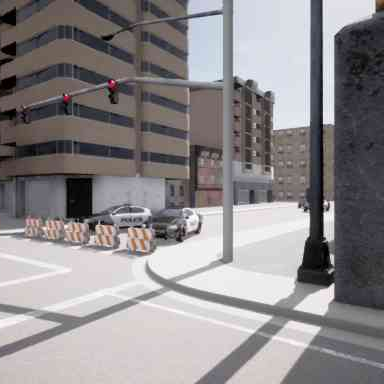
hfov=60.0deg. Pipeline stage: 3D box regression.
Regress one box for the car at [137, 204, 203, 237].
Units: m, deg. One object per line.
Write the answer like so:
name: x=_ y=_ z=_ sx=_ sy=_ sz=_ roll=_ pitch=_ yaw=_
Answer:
car: x=-0.900 y=1.295 z=16.580 sx=1.853 sy=1.218 sz=4.536 roll=0 pitch=0 yaw=16

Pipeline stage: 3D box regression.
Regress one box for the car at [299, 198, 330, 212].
car: x=14.365 y=1.453 z=38.303 sx=2.038 sy=1.542 sz=4.974 roll=0 pitch=0 yaw=36

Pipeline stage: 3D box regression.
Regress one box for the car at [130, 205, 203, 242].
car: x=-0.914 y=1.453 z=16.530 sx=2.038 sy=1.542 sz=4.974 roll=0 pitch=0 yaw=16

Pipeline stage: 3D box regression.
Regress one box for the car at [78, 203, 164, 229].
car: x=-4.060 y=1.295 z=19.242 sx=4.536 sy=1.218 sz=1.853 roll=0 pitch=0 yaw=-29

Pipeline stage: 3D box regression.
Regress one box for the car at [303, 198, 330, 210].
car: x=14.395 y=1.295 z=38.345 sx=1.853 sy=1.218 sz=4.536 roll=0 pitch=0 yaw=36

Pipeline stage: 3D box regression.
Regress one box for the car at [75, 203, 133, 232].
car: x=-4.106 y=1.453 z=19.216 sx=4.974 sy=1.542 sz=2.038 roll=0 pitch=0 yaw=-29

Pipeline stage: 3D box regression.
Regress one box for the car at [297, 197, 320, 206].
car: x=16.606 y=1.295 z=47.262 sx=1.853 sy=1.218 sz=4.536 roll=0 pitch=0 yaw=36
